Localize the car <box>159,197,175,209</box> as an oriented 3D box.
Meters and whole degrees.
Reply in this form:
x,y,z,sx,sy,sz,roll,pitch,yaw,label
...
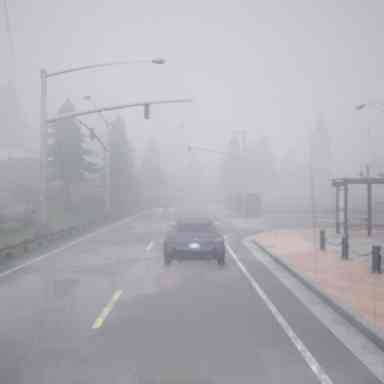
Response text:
x,y,z,sx,sy,sz,roll,pitch,yaw,label
-3.514,1.531,47.041,1.837,1.490,4.892,0,0,1,car

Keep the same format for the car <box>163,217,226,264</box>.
x,y,z,sx,sy,sz,roll,pitch,yaw,label
0.096,1.570,11.888,1.994,1.385,4.181,0,0,1,car

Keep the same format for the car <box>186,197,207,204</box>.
x,y,z,sx,sy,sz,roll,pitch,yaw,label
0.887,1.585,64.730,2.033,1.411,5.357,0,0,33,car
